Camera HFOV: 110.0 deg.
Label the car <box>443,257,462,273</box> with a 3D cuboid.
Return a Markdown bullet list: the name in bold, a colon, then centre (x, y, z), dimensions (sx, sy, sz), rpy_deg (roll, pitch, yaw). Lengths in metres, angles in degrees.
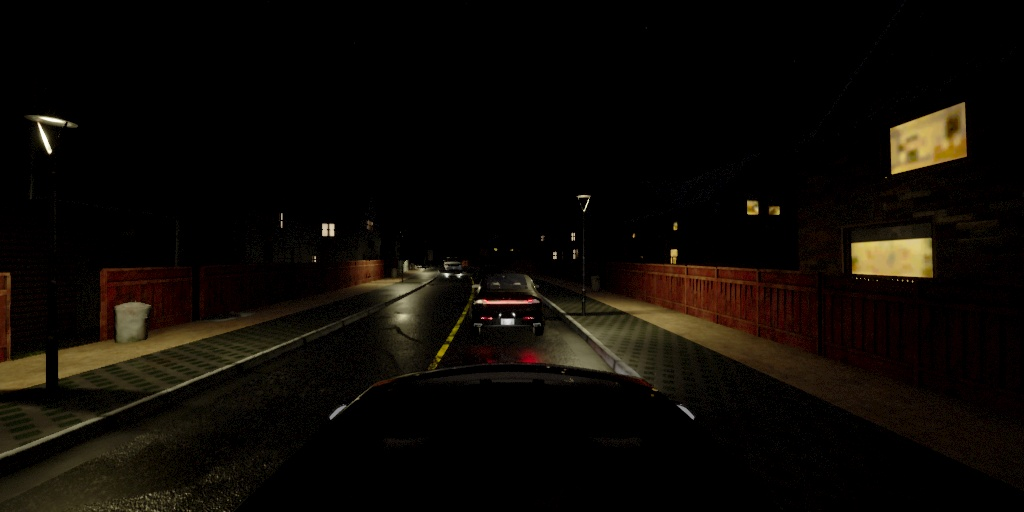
- **car**: centre (-7.836, 1.136, 47.310), dimensions (2.150, 2.045, 5.566), rpy_deg (0, 0, -12)

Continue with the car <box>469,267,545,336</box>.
- **car**: centre (-0.173, 1.249, 10.382), dimensions (2.128, 1.511, 4.902), rpy_deg (0, 0, -2)

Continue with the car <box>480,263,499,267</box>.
- **car**: centre (-1.951, 1.327, 30.565), dimensions (1.837, 1.490, 4.892), rpy_deg (0, 0, -7)
